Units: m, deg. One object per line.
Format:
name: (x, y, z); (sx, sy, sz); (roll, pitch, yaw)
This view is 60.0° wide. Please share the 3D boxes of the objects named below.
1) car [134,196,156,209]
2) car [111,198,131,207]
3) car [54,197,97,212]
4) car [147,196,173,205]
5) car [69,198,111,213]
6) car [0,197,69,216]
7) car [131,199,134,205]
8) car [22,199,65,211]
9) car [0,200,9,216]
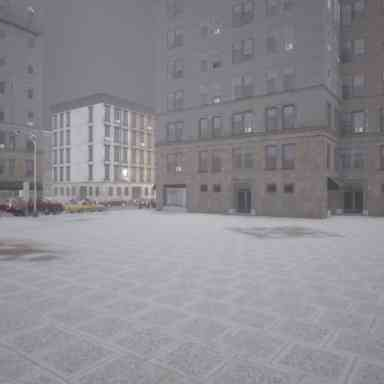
car: (-5.218, 1.472, 44.620); (1.967, 1.590, 4.097); (0, 0, 36)
car: (-11.709, 1.539, 49.339); (1.887, 1.381, 4.507); (0, 0, 36)
car: (-14.410, 1.506, 41.305); (1.837, 1.490, 4.892); (0, 1, 36)
car: (-5.448, 1.523, 57.952); (1.752, 1.417, 4.829); (0, 0, 36)
car: (-11.479, 1.554, 36.007); (1.752, 1.417, 4.829); (0, 0, 36)
car: (-14.759, 1.342, 31.493); (2.192, 1.841, 5.009); (0, 0, 36)
car: (-8.528, 1.436, 53.714); (1.967, 1.590, 4.097); (0, 0, 36)
car: (-18.070, 1.542, 40.588); (2.008, 1.369, 4.403); (0, 0, 36)
car: (-17.941, 1.577, 27.118); (2.008, 1.369, 4.403); (0, 0, 36)
